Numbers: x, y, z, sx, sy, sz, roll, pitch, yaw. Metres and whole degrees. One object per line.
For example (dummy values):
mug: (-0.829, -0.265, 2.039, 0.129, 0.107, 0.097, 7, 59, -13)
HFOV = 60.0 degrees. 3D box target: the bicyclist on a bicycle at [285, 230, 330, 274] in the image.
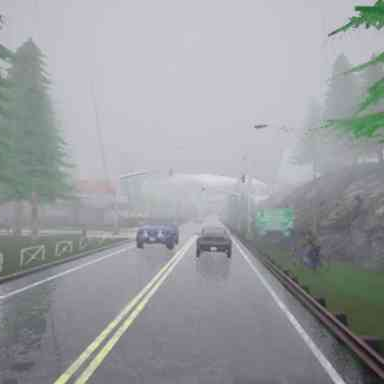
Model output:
bicyclist on a bicycle: (4.443, 2.332, 12.828, 1.656, 1.620, 0.582, 0, -4, 13)

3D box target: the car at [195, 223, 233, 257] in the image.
car: (1.245, 2.719, 18.794, 1.837, 1.490, 4.892, 1, -4, 4)

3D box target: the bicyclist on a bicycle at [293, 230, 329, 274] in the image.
bicyclist on a bicycle: (4.883, 2.391, 13.572, 1.656, 1.620, 0.582, 4, -5, -38)

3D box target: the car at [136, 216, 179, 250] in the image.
car: (-2.126, 2.600, 22.202, 2.150, 2.045, 5.566, 1, -4, 4)

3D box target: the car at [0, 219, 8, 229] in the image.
car: (-25.404, 3.888, 41.212, 4.892, 1.490, 1.837, 1, -4, 4)

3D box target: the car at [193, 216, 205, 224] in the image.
car: (1.344, 6.439, 74.694, 1.837, 1.490, 4.892, 1, -4, 4)

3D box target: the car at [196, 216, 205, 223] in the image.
car: (2.374, 7.338, 90.263, 2.097, 1.767, 4.553, 1, -4, 4)
